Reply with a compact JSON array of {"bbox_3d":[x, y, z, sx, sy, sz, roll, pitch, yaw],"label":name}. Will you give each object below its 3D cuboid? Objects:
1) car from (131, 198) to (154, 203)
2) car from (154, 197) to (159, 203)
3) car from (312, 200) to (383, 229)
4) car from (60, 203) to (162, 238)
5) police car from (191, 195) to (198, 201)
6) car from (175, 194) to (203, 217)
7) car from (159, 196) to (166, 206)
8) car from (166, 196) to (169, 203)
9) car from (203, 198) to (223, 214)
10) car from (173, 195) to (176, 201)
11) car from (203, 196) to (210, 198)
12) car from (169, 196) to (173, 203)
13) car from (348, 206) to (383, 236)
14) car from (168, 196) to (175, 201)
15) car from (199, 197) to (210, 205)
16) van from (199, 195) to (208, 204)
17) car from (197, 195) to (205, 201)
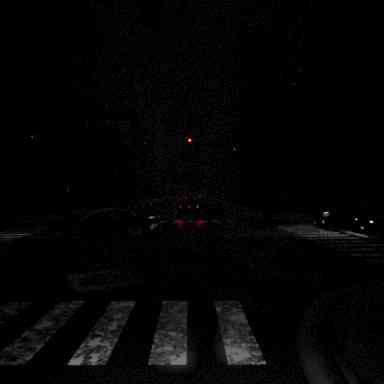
[{"bbox_3d":[-5.684,1.480,36.146,1.967,1.590,4.097,0,0,0],"label":"car"},{"bbox_3d":[-5.677,1.489,41.656,1.967,1.590,4.097,0,0,0],"label":"car"},{"bbox_3d":[9.887,1.317,20.639,4.553,1.767,2.097,0,0,0],"label":"car"},{"bbox_3d":[-4.274,1.505,17.335,4.902,1.511,2.128,0,0,0],"label":"car"},{"bbox_3d":[0.603,1.598,90.214,1.930,1.638,5.238,0,0,0],"label":"police car"},{"bbox_3d":[-0.277,1.385,31.802,2.097,1.767,4.553,0,0,-1],"label":"car"},{"bbox_3d":[-5.662,1.653,52.678,1.802,1.307,4.206,0,0,0],"label":"car"},{"bbox_3d":[-5.654,1.634,58.188,2.008,1.369,4.403,0,0,0],"label":"car"},{"bbox_3d":[2.341,1.606,36.134,1.947,1.339,4.313,0,0,0],"label":"car"},{"bbox_3d":[-5.624,1.694,80.231,2.008,1.369,4.403,0,0,0],"label":"car"},{"bbox_3d":[2.356,1.641,47.157,1.802,1.307,4.206,0,0,0],"label":"car"},{"bbox_3d":[-5.639,1.552,69.210,1.967,1.590,4.097,0,0,0],"label":"car"},{"bbox_3d":[11.113,1.555,17.392,4.718,1.301,1.895,0,0,0],"label":"car"},{"bbox_3d":[-5.609,1.720,91.253,1.887,1.381,4.507,0,0,0],"label":"car"},{"bbox_3d":[2.378,1.647,63.688,2.008,1.369,4.403,0,0,0],"label":"car"},{"bbox_3d":[2.386,1.453,69.199,1.690,1.788,3.998,0,0,0],"label":"van"},{"bbox_3d":[2.409,1.600,85.732,1.967,1.590,4.097,0,0,0],"label":"car"}]
